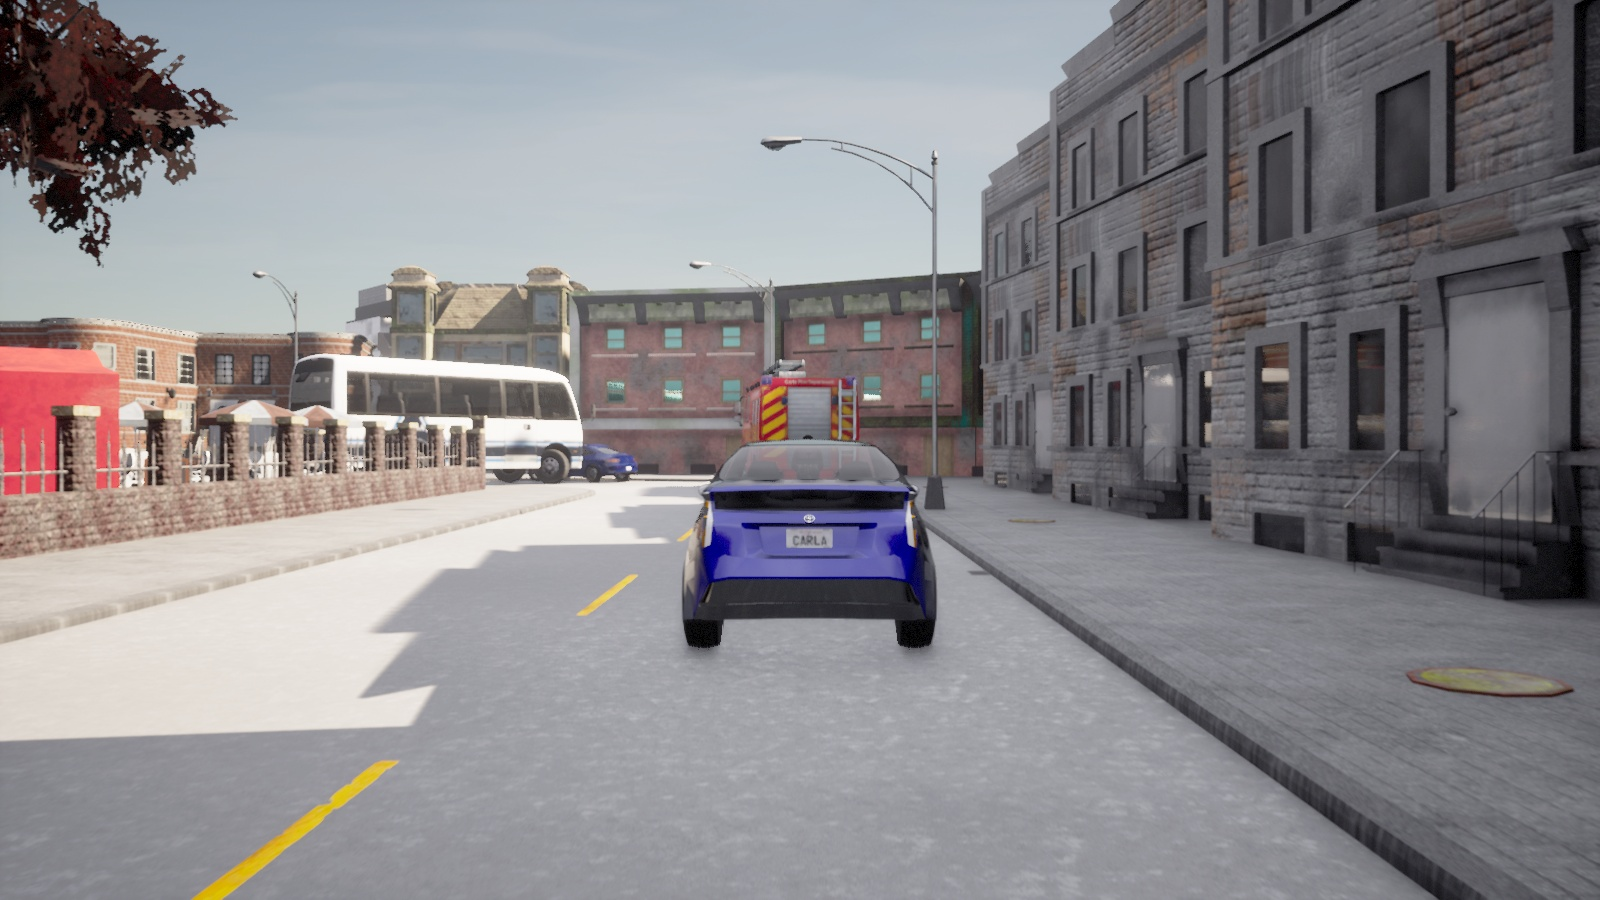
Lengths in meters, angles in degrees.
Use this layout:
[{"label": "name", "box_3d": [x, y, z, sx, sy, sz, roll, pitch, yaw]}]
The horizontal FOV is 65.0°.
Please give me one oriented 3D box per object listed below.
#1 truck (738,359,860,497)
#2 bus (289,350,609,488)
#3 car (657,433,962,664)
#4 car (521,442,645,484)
[{"label": "truck", "box_3d": [-0.224, -0.634, 39.142, 2.891, 3.827, 8.468, 0, 0, -6]}, {"label": "bus", "box_3d": [-12.003, -0.932, 44.043, 3.944, 4.253, 10.273, 0, 0, 42]}, {"label": "car", "box_3d": [0.074, 0.635, 10.540, 2.007, 1.525, 4.514, 0, 0, 0]}, {"label": "car", "box_3d": [-8.367, 0.482, 48.204, 4.674, 1.442, 1.812, 1, 2, 32]}]
